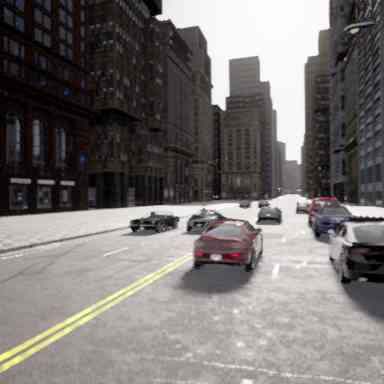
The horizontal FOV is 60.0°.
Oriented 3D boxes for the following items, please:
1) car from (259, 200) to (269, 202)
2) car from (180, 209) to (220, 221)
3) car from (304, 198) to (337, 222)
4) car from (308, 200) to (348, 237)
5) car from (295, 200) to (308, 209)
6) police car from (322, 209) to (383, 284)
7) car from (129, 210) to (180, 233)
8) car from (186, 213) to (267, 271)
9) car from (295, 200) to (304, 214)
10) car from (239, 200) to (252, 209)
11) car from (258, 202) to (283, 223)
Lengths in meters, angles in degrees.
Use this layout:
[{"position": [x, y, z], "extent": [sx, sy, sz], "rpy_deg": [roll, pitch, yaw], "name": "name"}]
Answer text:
[{"position": [13.263, 2.219, 61.368], "extent": [1.882, 1.535, 5.008], "rpy_deg": [-1, -1, 18], "name": "car"}, {"position": [1.023, 1.845, 22.022], "extent": [1.994, 1.385, 4.181], "rpy_deg": [-1, -1, 17], "name": "car"}, {"position": [9.856, 1.475, 24.954], "extent": [2.150, 2.045, 5.566], "rpy_deg": [-1, -1, 17], "name": "car"}, {"position": [8.064, 1.538, 19.164], "extent": [2.097, 1.767, 4.553], "rpy_deg": [-1, -1, 17], "name": "car"}, {"position": [19.359, 2.151, 58.937], "extent": [2.128, 1.511, 4.902], "rpy_deg": [-1, -1, 17], "name": "car"}, {"position": [5.149, 1.511, 9.744], "extent": [1.930, 1.638, 5.238], "rpy_deg": [-1, -1, 17], "name": "police car"}, {"position": [-2.361, 1.910, 22.075], "extent": [1.895, 1.301, 4.718], "rpy_deg": [-1, -1, 17], "name": "car"}, {"position": [1.355, 1.664, 11.428], "extent": [1.812, 1.442, 4.674], "rpy_deg": [-1, -1, 17], "name": "car"}, {"position": [14.323, 2.025, 42.637], "extent": [1.994, 1.385, 4.181], "rpy_deg": [-1, -1, 17], "name": "car"}, {"position": [9.794, 2.269, 61.177], "extent": [1.837, 1.490, 4.892], "rpy_deg": [-1, -1, 18], "name": "car"}, {"position": [6.922, 1.898, 29.414], "extent": [1.994, 1.385, 4.181], "rpy_deg": [-1, -1, 17], "name": "car"}]
